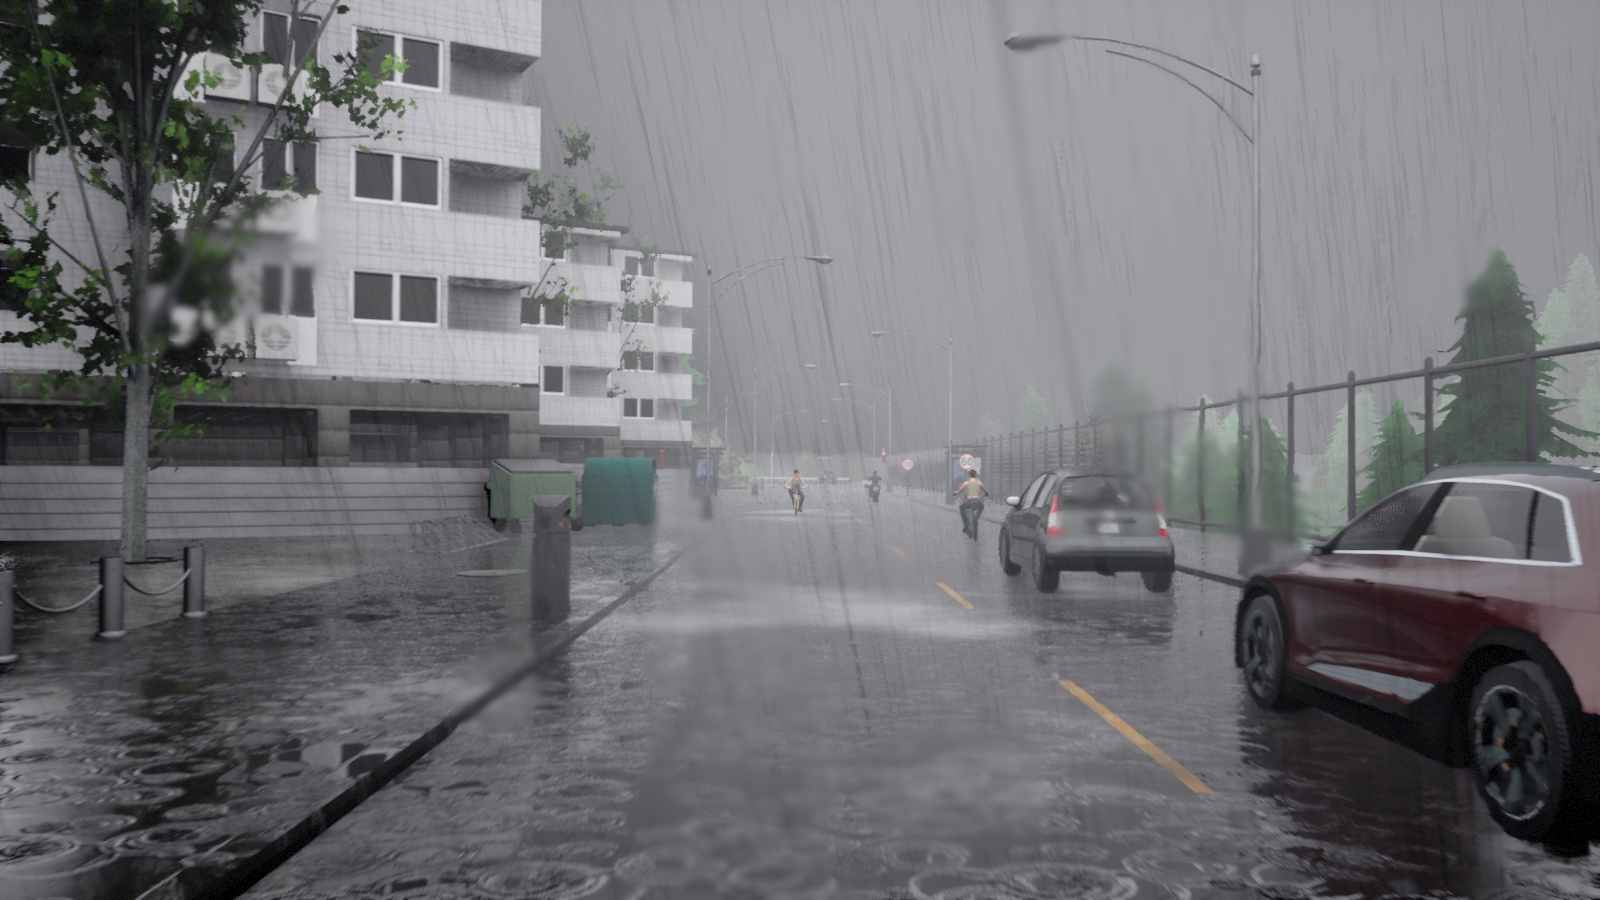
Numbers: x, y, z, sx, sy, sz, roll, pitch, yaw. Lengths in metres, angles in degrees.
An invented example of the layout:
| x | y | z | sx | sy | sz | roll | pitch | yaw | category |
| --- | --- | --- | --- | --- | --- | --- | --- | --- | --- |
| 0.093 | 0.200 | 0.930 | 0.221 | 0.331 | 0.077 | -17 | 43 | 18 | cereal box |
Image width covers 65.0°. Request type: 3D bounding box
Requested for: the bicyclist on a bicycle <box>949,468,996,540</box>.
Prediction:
| x | y | z | sx | sy | sz | roll | pitch | yaw | category |
| --- | --- | --- | --- | --- | --- | --- | --- | --- | --- |
| 3.920 | 1.215 | 28.668 | 0.866 | 1.612 | 1.509 | 0 | -1 | 0 | bicyclist on a bicycle |

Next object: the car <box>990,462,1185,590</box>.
| x | y | z | sx | sy | sz | roll | pitch | yaw | category |
| --- | --- | --- | --- | --- | --- | --- | --- | --- | --- |
| 3.952 | 0.997 | 17.933 | 1.851 | 1.617 | 3.988 | 0 | -1 | 0 | car |

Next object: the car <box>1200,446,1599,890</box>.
| x | y | z | sx | sy | sz | roll | pitch | yaw | category |
| --- | --- | --- | --- | --- | --- | --- | --- | --- | --- |
| 3.980 | 0.843 | 6.847 | 2.033 | 1.649 | 4.856 | 0 | -1 | 0 | car |
